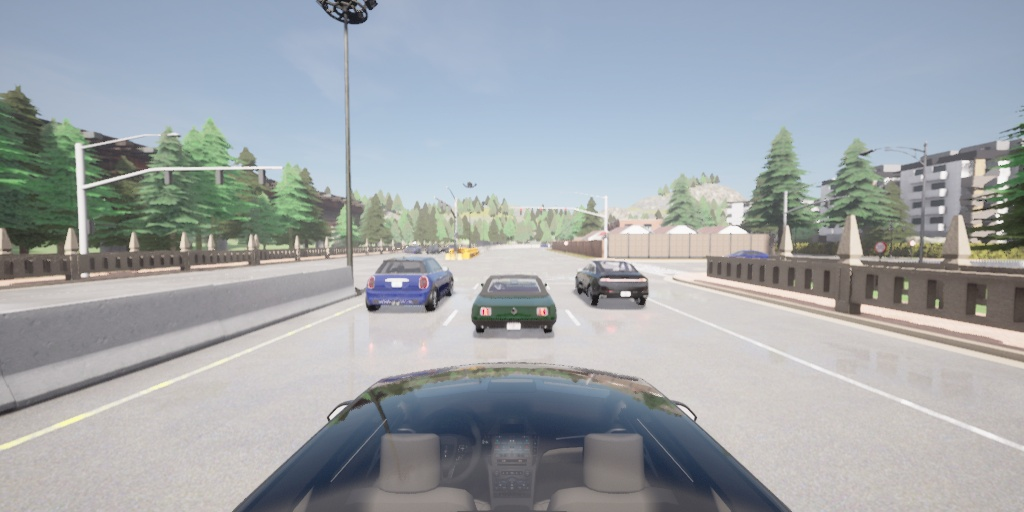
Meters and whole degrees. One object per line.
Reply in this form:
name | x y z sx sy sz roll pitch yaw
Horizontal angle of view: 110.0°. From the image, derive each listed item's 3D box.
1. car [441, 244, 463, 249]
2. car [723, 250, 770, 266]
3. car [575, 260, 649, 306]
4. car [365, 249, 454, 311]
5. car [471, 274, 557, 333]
car | -10.601 -1.005 64.064 2.128 1.511 4.902 0 2 0
car | 21.856 0.178 33.688 4.674 1.442 1.812 0 2 2
car | 3.604 0.897 13.583 2.128 1.511 4.902 0 2 1
car | -3.433 0.783 12.849 2.097 1.767 4.553 0 2 0
car | 0.057 1.139 9.919 1.895 1.301 4.718 0 2 0
